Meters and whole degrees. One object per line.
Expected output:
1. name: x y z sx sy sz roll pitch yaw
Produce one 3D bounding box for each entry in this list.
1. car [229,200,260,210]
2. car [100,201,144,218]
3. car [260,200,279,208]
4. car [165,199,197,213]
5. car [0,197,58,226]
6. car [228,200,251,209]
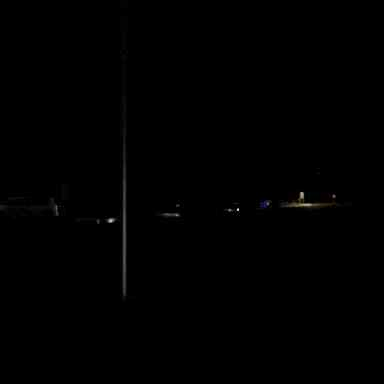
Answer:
1. car: 7.771 1.898 49.422 2.128 1.511 4.902 -1 -1 35
2. car: -6.931 1.715 33.356 1.882 1.535 5.008 -1 -1 35
3. car: 13.466 2.096 57.686 1.895 1.301 4.718 -1 -1 35
4. car: -1.303 1.681 41.449 2.097 1.767 4.553 -1 -1 35
5. car: -12.837 1.362 24.873 2.150 2.045 5.566 -1 -1 34
6. car: 7.860 2.032 54.447 1.812 1.442 4.674 -1 -1 35
